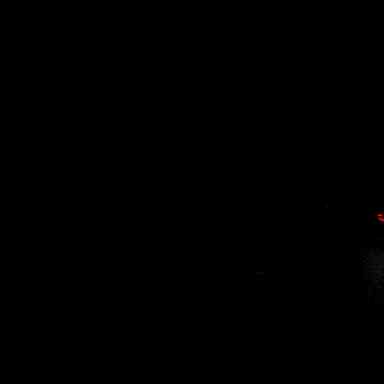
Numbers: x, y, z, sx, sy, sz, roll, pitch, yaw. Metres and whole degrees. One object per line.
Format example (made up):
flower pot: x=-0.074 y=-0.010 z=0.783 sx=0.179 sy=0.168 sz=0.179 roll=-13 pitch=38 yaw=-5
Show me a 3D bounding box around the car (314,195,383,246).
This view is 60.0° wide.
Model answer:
car: x=7.792 y=1.161 z=15.194 sx=2.150 sy=2.045 sz=5.566 roll=0 pitch=0 yaw=-9
